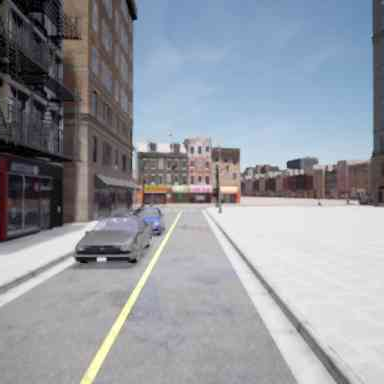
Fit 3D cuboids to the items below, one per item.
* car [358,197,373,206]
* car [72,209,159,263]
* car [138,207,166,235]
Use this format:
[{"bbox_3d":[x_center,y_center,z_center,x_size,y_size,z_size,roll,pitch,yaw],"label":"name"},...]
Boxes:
[{"bbox_3d":[29.290,1.501,53.597,4.902,1.511,2.128,0,0,-9],"label":"car"},{"bbox_3d":[-2.595,1.564,12.229,2.033,1.411,5.357,0,0,0],"label":"car"},{"bbox_3d":[-2.509,1.589,18.888,1.812,1.442,4.674,0,0,0],"label":"car"}]
